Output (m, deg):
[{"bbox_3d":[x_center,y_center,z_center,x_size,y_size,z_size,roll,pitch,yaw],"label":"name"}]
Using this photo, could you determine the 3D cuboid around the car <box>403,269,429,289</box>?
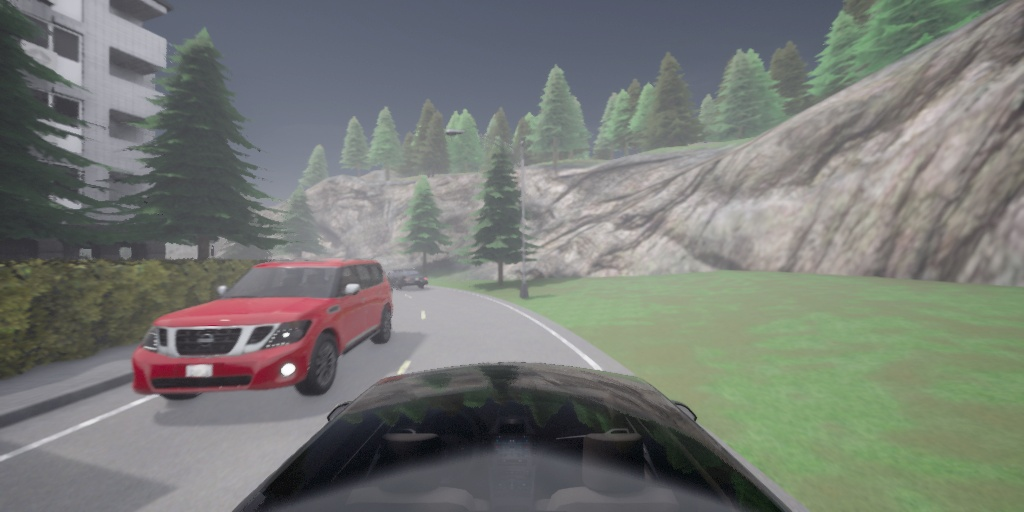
[{"bbox_3d":[-7.856,1.622,25.982,2.033,1.411,5.357,0,-1,-37],"label":"car"}]

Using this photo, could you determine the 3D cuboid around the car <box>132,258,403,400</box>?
[{"bbox_3d":[-3.986,1.071,7.116,2.150,2.045,5.566,-1,-1,-4],"label":"car"}]

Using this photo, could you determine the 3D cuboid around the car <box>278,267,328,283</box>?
[{"bbox_3d":[-21.020,1.835,36.070,4.892,1.490,1.837,0,-1,24],"label":"car"}]
